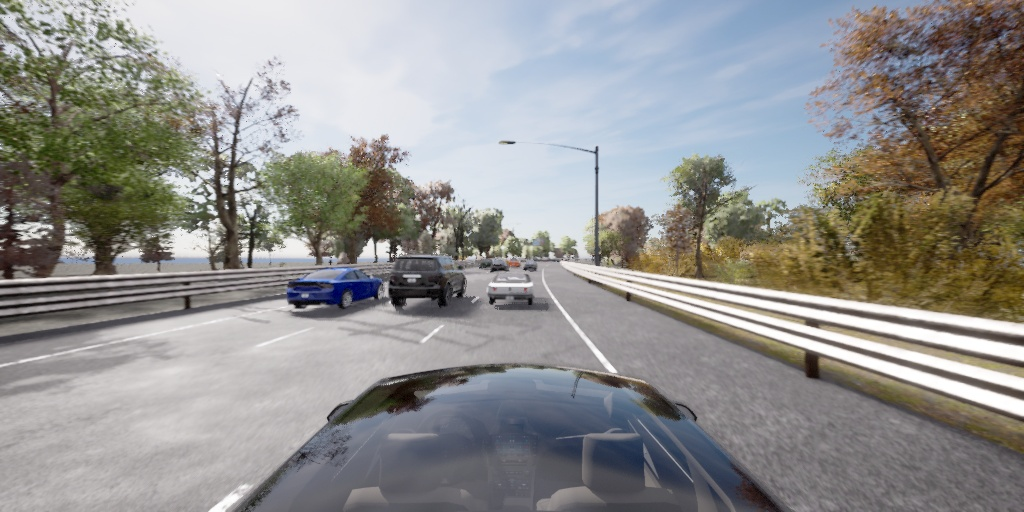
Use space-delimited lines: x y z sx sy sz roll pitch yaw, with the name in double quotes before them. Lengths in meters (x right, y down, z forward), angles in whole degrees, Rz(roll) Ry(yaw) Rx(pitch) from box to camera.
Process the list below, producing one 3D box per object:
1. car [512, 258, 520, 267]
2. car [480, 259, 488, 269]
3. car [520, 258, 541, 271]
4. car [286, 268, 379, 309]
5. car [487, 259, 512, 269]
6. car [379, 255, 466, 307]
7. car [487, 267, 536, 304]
"car" 0.489 1.220 64.237 2.097 1.767 4.553 0 0 7
"car" -3.755 1.192 57.706 2.097 1.767 4.553 0 0 6
"car" 2.802 1.397 53.073 2.033 1.411 5.357 0 0 6
"car" -7.026 1.224 14.857 1.882 1.535 5.008 0 0 3
"car" -1.485 1.325 44.534 1.837 1.490 4.892 0 0 5
"car" -3.494 0.981 15.689 2.150 2.045 5.566 0 0 3
"car" 0.037 1.373 16.453 1.895 1.301 4.718 0 0 3
